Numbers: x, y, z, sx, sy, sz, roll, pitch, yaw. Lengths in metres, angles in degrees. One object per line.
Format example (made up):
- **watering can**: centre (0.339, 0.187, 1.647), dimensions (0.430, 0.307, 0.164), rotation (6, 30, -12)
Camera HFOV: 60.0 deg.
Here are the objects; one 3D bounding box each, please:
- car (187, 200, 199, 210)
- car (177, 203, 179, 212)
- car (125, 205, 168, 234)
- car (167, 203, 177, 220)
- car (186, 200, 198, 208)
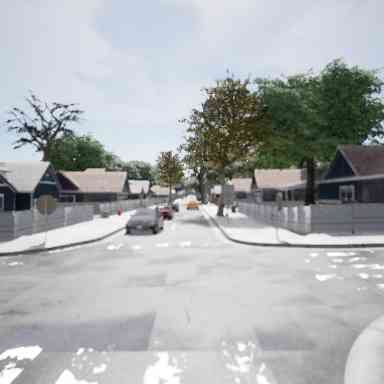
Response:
- **car**: centre (0.128, 2.119, 53.986), dimensions (1.882, 1.535, 5.008), rotation (0, -1, 0)
- **car**: centre (-2.801, 2.155, 46.872), dimensions (1.895, 1.301, 4.718), rotation (0, -1, 0)
- **car**: centre (-2.901, 1.778, 21.315), dimensions (1.812, 1.442, 4.674), rotation (0, -1, 3)
- **car**: centre (-2.829, 1.984, 32.571), dimensions (1.895, 1.301, 4.718), rotation (0, -1, 0)
- **car**: centre (0.036, 2.257, 63.944), dimensions (2.128, 1.511, 4.902), rotation (0, -1, 0)
